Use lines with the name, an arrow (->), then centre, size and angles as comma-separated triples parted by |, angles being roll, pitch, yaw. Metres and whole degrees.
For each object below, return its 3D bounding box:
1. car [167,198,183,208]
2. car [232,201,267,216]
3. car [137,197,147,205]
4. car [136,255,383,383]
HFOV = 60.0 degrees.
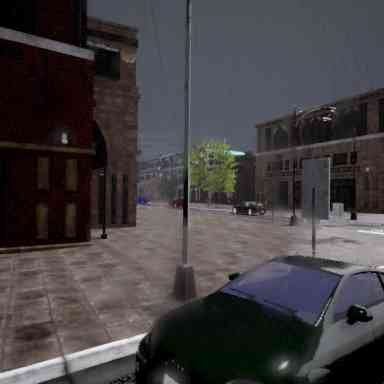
car -> -2.180, 1.627, 49.292 | 1.887, 1.381, 4.507 | 1, -1, -27
car -> 5.765, 1.628, 33.747 | 2.008, 1.369, 4.403 | 1, -1, -27
car -> -9.392, 1.523, 58.025 | 1.882, 1.535, 5.008 | 1, 0, -27
car -> 1.434, 1.564, 4.158 | 4.181, 1.385, 1.994 | 0, 0, -36
